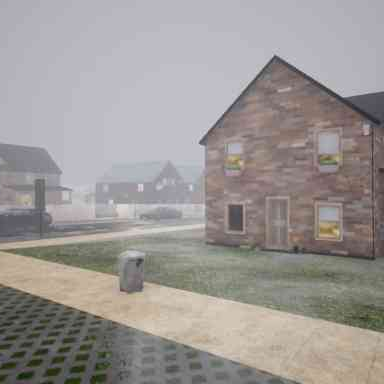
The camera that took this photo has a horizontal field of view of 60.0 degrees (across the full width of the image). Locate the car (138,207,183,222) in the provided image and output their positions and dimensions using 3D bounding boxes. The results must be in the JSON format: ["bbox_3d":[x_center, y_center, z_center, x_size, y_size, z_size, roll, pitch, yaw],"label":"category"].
[{"bbox_3d":[-3.033,2.229,34.076,2.033,1.411,5.357,0,-2,35],"label":"car"}]

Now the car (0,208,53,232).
[{"bbox_3d":[-11.627,1.806,21.832,2.128,1.511,4.902,0,-2,35],"label":"car"}]
